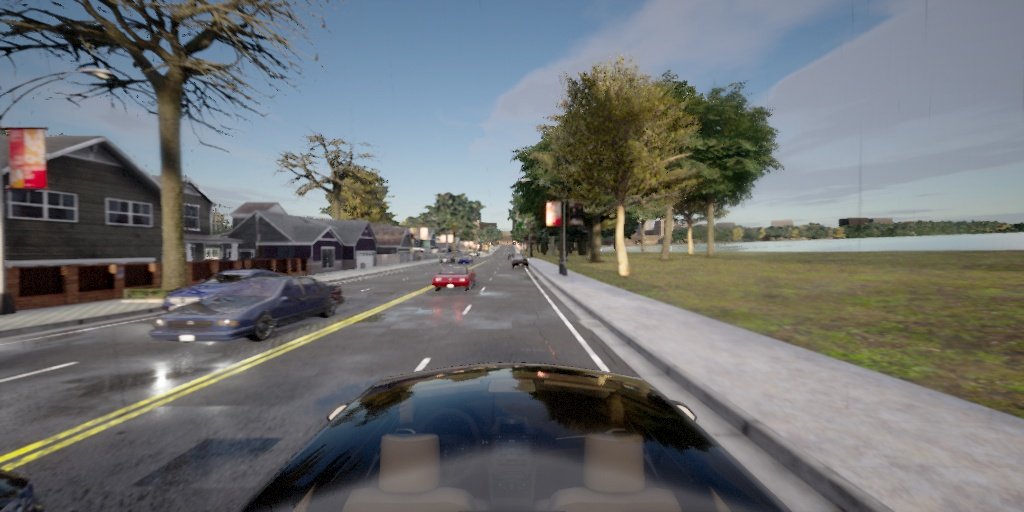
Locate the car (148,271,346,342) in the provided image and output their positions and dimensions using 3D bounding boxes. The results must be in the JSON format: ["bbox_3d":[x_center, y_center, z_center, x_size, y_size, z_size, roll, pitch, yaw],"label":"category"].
[{"bbox_3d":[-6.603,1.269,9.949,2.033,1.411,5.357,0,0,0],"label":"car"}]

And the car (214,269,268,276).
[{"bbox_3d":[-9.857,1.226,13.031,1.812,1.442,4.674,0,0,0],"label":"car"}]

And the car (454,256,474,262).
[{"bbox_3d":[-6.576,0.640,51.113,1.895,1.301,4.718,0,1,0],"label":"car"}]

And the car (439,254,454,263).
[{"bbox_3d":[-9.808,0.453,54.882,2.128,1.511,4.902,0,1,0],"label":"car"}]

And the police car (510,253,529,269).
[{"bbox_3d":[0.972,0.661,42.029,1.930,1.638,5.238,0,1,0],"label":"police car"}]

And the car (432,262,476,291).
[{"bbox_3d":[-3.149,1.226,20.592,1.895,1.301,4.718,0,1,0],"label":"car"}]
